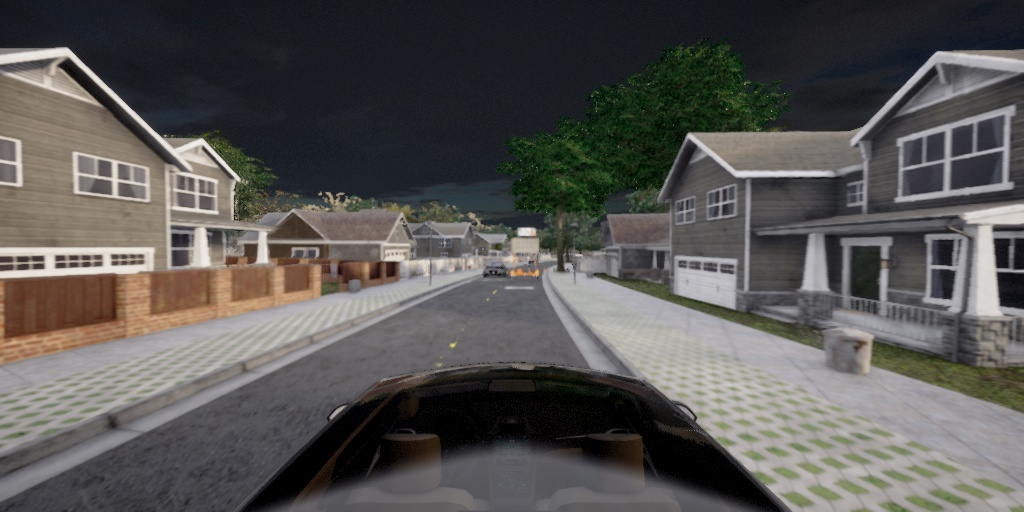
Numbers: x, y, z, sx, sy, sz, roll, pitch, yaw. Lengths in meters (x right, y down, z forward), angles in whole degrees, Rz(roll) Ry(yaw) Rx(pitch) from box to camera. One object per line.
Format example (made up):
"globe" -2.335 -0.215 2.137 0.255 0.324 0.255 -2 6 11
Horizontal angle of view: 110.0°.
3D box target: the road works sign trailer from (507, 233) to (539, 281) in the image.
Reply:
"road works sign trailer" 1.090 0.172 29.896 2.380 3.560 2.880 0 0 5

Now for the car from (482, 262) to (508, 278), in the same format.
"car" -1.460 1.260 32.983 1.994 1.385 4.181 0 0 5

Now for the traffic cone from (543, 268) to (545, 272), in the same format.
"traffic cone" 3.853 1.665 42.661 0.340 0.580 0.340 0 0 4
